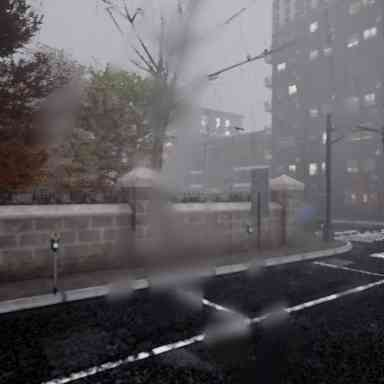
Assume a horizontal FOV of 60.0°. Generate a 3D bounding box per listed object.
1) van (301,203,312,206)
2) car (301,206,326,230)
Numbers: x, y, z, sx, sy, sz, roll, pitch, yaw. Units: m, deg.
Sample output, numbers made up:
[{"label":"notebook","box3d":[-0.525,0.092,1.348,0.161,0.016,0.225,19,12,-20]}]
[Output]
[{"label":"van","box3d":[9.618,1.904,32.038,1.690,1.788,3.998,-1,-1,-36]},{"label":"car","box3d":[7.479,2.003,25.181,2.033,1.411,5.357,0,-1,-36]}]
